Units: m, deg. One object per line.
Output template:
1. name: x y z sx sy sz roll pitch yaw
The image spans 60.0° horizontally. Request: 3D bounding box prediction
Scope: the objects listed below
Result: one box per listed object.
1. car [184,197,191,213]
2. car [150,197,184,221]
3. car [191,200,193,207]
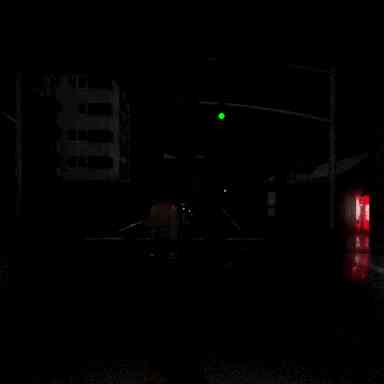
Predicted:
1. car: -1.568 1.352 37.319 2.097 1.767 4.553 0 0 3
2. car: -2.086 1.352 27.380 2.097 1.767 4.553 0 0 3
3. car: -0.975 1.500 48.176 1.837 1.490 4.892 0 1 3
